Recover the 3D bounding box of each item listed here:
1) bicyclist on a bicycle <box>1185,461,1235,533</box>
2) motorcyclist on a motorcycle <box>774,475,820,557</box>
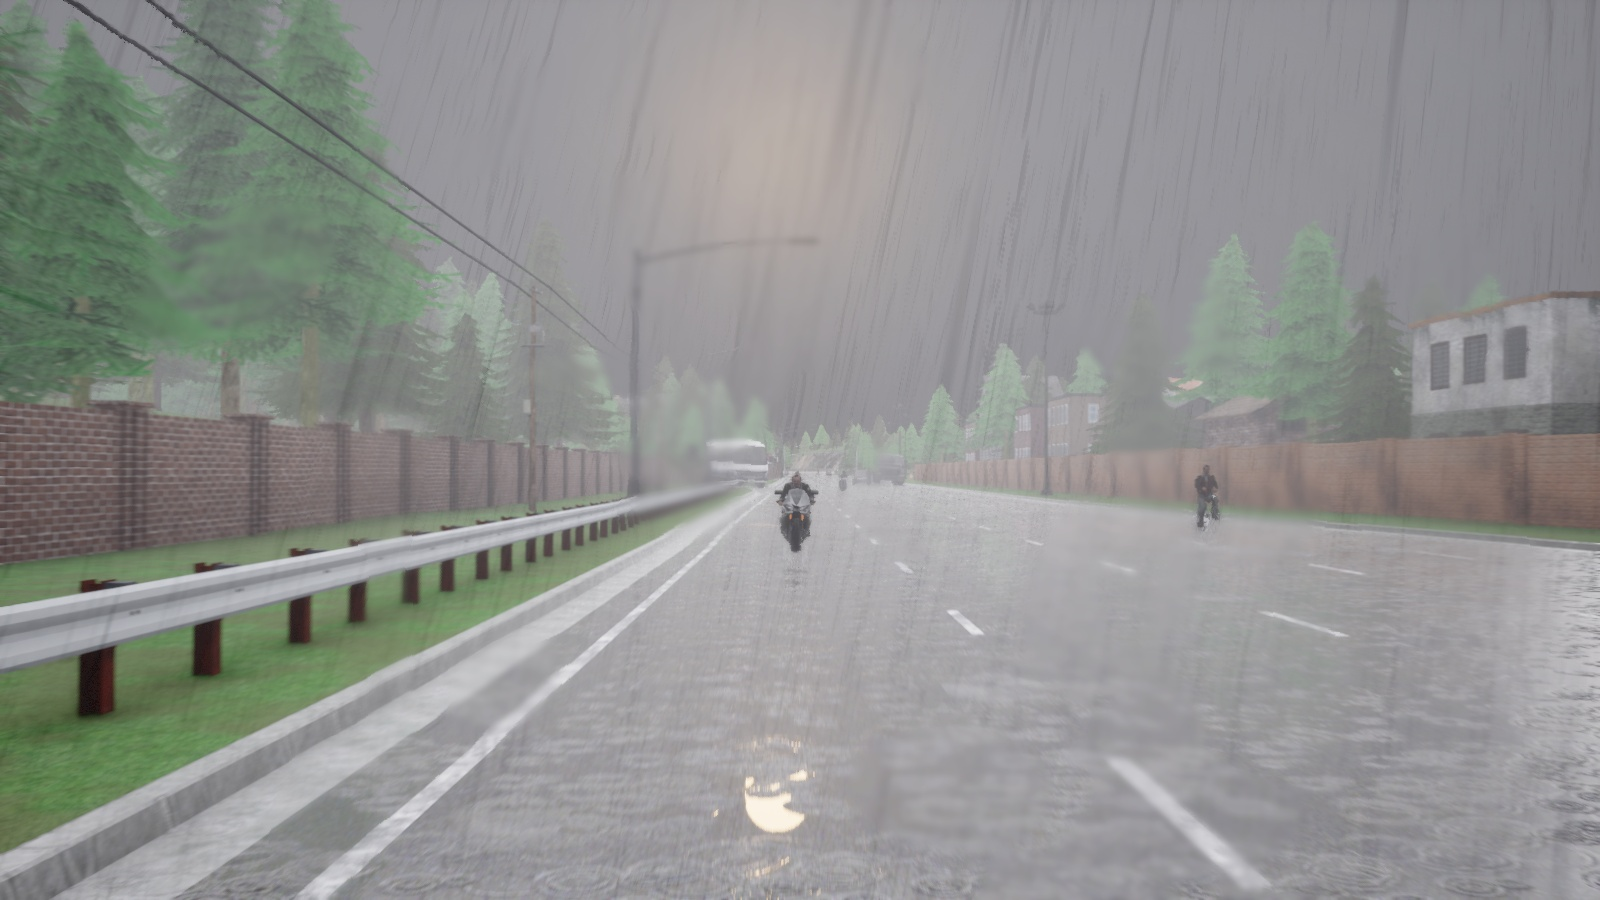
[{"bbox_3d":[10.421,1.177,31.985,0.659,1.776,1.843,0,-1,0],"label":"bicyclist on a bicycle"},{"bbox_3d":[-0.060,1.264,24.821,0.866,1.530,2.191,0,-1,0],"label":"motorcyclist on a motorcycle"}]
